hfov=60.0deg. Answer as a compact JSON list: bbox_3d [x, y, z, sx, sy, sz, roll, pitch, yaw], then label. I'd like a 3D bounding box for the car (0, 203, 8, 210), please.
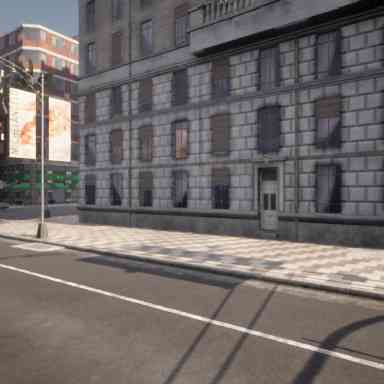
[{"bbox_3d":[-23.566,1.547,36.992,2.033,1.411,5.357,0,0,36],"label":"car"}]
